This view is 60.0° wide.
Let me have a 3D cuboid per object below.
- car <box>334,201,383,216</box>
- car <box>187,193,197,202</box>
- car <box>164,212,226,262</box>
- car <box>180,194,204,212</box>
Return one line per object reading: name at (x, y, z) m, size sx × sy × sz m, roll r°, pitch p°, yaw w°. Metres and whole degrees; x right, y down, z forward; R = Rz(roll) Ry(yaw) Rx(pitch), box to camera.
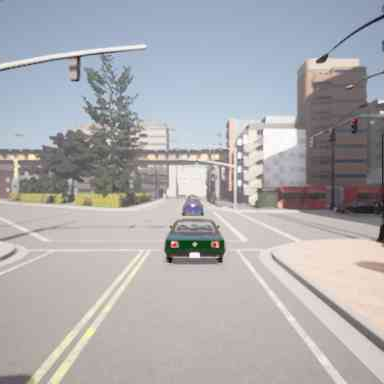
car at (17.169, 1.664, 34.166) m, size 4.902 × 1.511 × 2.128 m, roll 1°, pitch 0°, yaw 0°
car at (-0.004, 1.214, 73.683) m, size 2.097 × 1.767 × 4.553 m, roll 0°, pitch 0°, yaw 0°
car at (0.092, 1.610, 12.171) m, size 1.895 × 1.301 × 4.718 m, roll 0°, pitch 0°, yaw 0°
car at (0.101, 1.392, 34.726) m, size 2.097 × 1.767 × 4.553 m, roll 0°, pitch 0°, yaw 0°
